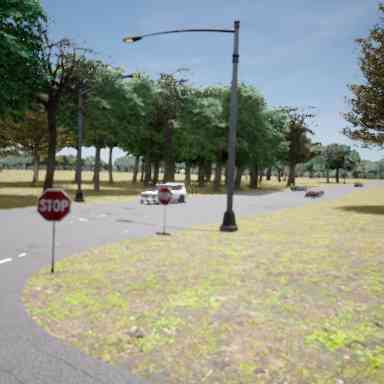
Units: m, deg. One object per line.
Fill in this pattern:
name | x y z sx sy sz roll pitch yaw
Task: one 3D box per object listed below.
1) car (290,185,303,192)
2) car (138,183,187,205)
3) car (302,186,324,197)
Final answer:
car | 20.811 -0.719 65.434 1.895 1.301 4.718 4 4 35
car | -2.718 0.205 32.460 2.150 2.045 5.566 4 5 35
car | 18.838 0.077 50.850 1.895 1.301 4.718 4 4 33
